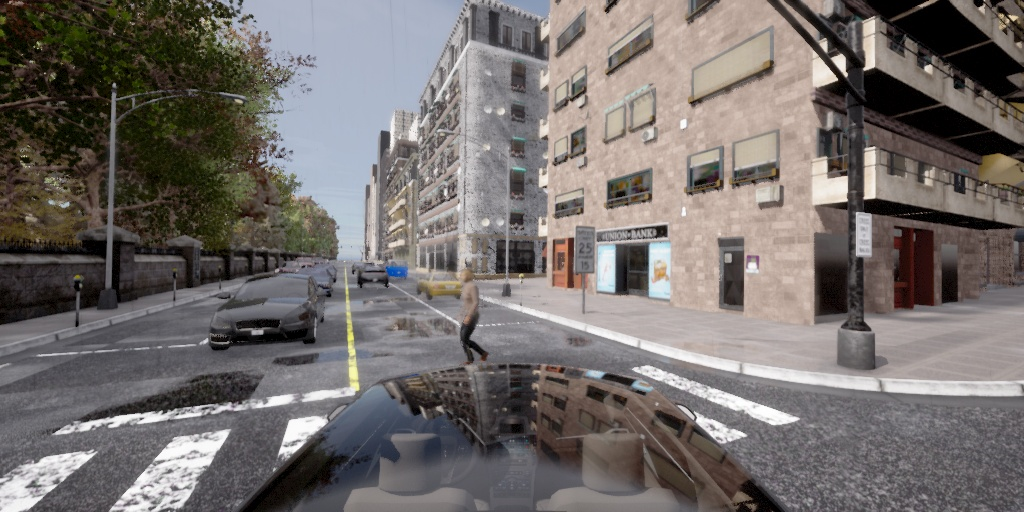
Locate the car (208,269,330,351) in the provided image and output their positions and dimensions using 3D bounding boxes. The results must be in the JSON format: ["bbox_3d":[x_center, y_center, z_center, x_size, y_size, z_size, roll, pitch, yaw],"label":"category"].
[{"bbox_3d":[-5.886,1.229,9.113,1.837,1.490,4.892,1,-1,-24],"label":"car"}]

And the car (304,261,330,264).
[{"bbox_3d":[-14.818,1.335,28.305,2.033,1.411,5.357,1,-1,-25],"label":"car"}]

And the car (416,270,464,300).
[{"bbox_3d":[-3.769,1.378,18.288,1.751,1.417,4.829,0,0,-25],"label":"car"}]

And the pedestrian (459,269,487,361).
[{"bbox_3d":[-0.749,1.071,6.556,0.375,1.860,0.375,2,-1,-25],"label":"pedestrian"}]

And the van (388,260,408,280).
[{"bbox_3d":[-10.732,1.243,33.188,1.690,1.789,3.998,0,0,-25],"label":"van"}]

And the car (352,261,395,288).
[{"bbox_3d":[-9.716,1.322,24.931,2.128,1.511,4.902,1,-1,-25],"label":"car"}]

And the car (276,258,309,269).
[{"bbox_3d":[-18.322,1.188,29.639,1.967,1.591,4.097,0,0,-25],"label":"car"}]

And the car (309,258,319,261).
[{"bbox_3d":[-23.013,1.098,39.674,2.192,1.841,5.009,0,0,-25],"label":"car"}]

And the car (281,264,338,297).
[{"bbox_3d":[-10.307,1.303,18.639,2.033,1.411,5.357,1,-1,-25],"label":"car"}]
